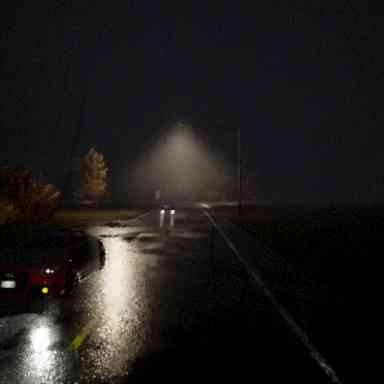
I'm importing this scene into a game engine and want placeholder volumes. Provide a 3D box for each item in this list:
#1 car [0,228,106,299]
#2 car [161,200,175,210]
[{"bbox_3d":[-3.602,1.635,8.525,1.994,1.385,4.181,0,0,0],"label":"car"},{"bbox_3d":[-3.582,1.945,49.546,1.812,1.442,4.674,0,0,0],"label":"car"}]
